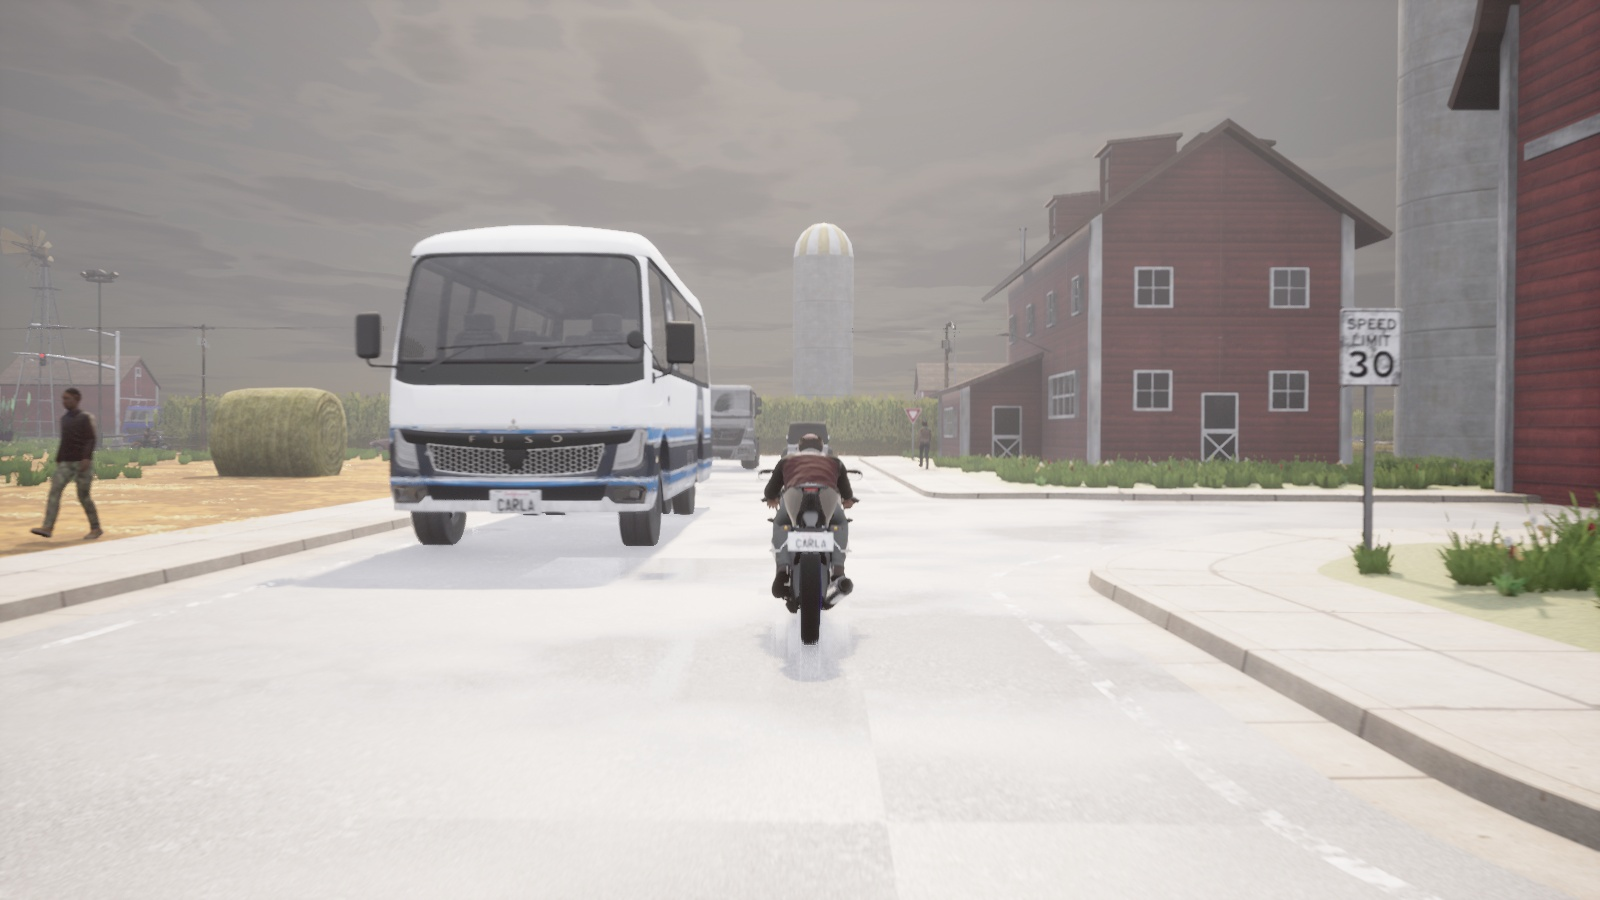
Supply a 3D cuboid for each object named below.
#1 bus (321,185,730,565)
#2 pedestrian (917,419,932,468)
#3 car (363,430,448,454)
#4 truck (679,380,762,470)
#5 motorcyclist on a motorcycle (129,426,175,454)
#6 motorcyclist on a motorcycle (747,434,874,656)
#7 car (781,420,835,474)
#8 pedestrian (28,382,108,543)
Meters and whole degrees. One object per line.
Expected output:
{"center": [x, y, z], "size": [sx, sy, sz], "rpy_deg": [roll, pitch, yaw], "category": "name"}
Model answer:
{"center": [-3.362, -0.937, 19.205], "size": [3.944, 4.253, 10.273], "rpy_deg": [0, 1, 0], "category": "bus"}
{"center": [4.552, -0.244, 46.066], "size": [0.328, 1.805, 0.869], "rpy_deg": [0, 1, -8], "category": "pedestrian"}
{"center": [-24.484, -0.478, 78.013], "size": [4.674, 1.442, 1.812], "rpy_deg": [0, 1, 1], "category": "car"}
{"center": [-3.172, -1.016, 52.181], "size": [2.891, 3.462, 7.936], "rpy_deg": [0, 1, 0], "category": "truck"}
{"center": [-38.579, -0.583, 74.819], "size": [2.350, 1.649, 0.766], "rpy_deg": [1, 1, 2], "category": "motorcyclist on a motorcycle"}
{"center": [0.079, 0.644, 9.782], "size": [0.866, 1.530, 2.191], "rpy_deg": [0, 1, 0], "category": "motorcyclist on a motorcycle"}
{"center": [0.291, -0.136, 46.518], "size": [1.905, 1.878, 3.866], "rpy_deg": [0, 1, 0], "category": "car"}
{"center": [-8.632, 0.138, 14.827], "size": [0.431, 1.840, 0.703], "rpy_deg": [1, 1, 19], "category": "pedestrian"}
